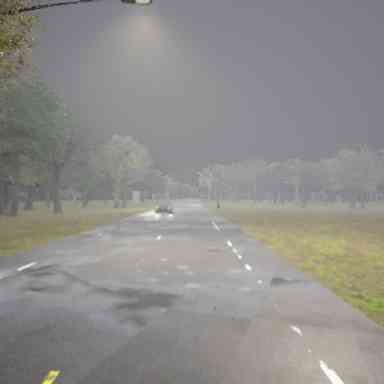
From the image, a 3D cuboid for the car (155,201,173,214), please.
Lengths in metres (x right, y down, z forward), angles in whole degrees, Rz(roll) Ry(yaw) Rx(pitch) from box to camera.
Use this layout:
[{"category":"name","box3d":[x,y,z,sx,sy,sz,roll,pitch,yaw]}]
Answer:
[{"category":"car","box3d":[-3.572,1.959,43.050,2.097,1.767,4.553,0,-1,0]}]
